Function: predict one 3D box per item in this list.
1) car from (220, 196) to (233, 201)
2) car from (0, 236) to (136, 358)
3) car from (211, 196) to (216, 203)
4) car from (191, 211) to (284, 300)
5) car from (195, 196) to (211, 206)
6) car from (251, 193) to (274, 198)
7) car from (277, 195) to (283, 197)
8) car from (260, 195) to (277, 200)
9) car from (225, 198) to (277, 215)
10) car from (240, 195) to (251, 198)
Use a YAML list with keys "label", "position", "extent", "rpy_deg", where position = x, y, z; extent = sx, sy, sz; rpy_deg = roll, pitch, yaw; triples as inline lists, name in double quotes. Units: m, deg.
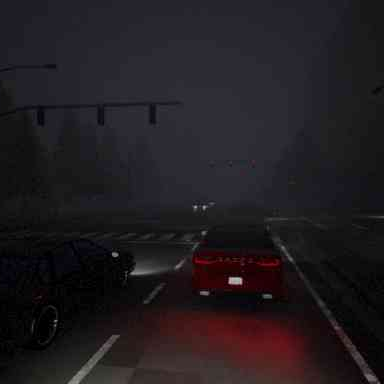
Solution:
- label: "car"
  position: [8.571, 1.595, 82.066]
  extent: [1.895, 1.301, 4.718]
  rpy_deg: [0, 0, 28]
- label: "car"
  position: [-2.729, 1.547, 6.226]
  extent: [2.033, 1.411, 5.357]
  rpy_deg: [0, 0, 10]
- label: "car"
  position: [3.804, 1.562, 69.523]
  extent: [1.994, 1.385, 4.181]
  rpy_deg: [0, 0, 11]
- label: "car"
  position: [1.196, 1.478, 8.539]
  extent: [1.882, 1.535, 5.008]
  rpy_deg: [0, 0, 9]
- label: "car"
  position: [1.619, 1.525, 56.747]
  extent: [1.812, 1.442, 4.674]
  rpy_deg: [0, 0, 9]
- label: "car"
  position: [17.692, 1.225, 83.084]
  extent: [2.150, 2.045, 5.566]
  rpy_deg: [0, 0, 39]
- label: "car"
  position: [25.296, 1.477, 90.112]
  extent: [5.008, 1.535, 1.882]
  rpy_deg: [0, 0, -34]
- label: "car"
  position: [20.990, 1.524, 91.265]
  extent: [4.674, 1.442, 1.812]
  rpy_deg: [0, 0, -37]
- label: "car"
  position: [5.655, 1.564, 31.103]
  extent: [4.674, 1.442, 1.812]
  rpy_deg: [0, 1, 44]
- label: "car"
  position: [13.869, 1.477, 83.823]
  extent: [1.882, 1.535, 5.008]
  rpy_deg: [0, 0, 39]
